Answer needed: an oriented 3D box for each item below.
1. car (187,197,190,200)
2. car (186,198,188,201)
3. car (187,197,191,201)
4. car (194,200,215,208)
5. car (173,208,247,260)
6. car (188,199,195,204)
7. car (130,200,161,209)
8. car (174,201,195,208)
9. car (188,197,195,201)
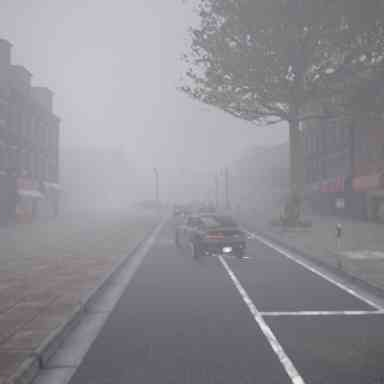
[{"bbox_3d":[0.401,2.319,74.907,1.752,1.417,4.829,1,-1,-2],"label":"car"},{"bbox_3d":[0.073,2.536,85.606,1.947,1.339,4.313,1,-1,-2],"label":"car"},{"bbox_3d":[0.570,2.274,69.303,1.947,1.339,4.313,1,-1,-2],"label":"car"},{"bbox_3d":[1.555,1.756,37.138,1.967,1.590,4.097,2,-1,-2],"label":"car"},{"bbox_3d":[0.555,1.603,13.025,1.837,1.490,4.892,-1,0,-14],"label":"car"},{"bbox_3d":[-0.096,2.594,91.211,1.752,1.417,4.829,1,-1,-2],"label":"car"},{"bbox_3d":[-7.178,2.009,51.649,4.892,1.490,1.837,-1,-5,16],"label":"car"},{"bbox_3d":[-0.937,1.891,34.400,1.895,1.301,4.718,0,-1,-2],"label":"car"},{"bbox_3d":[0.736,2.196,63.869,1.947,1.339,4.313,1,-1,-2],"label":"car"}]
